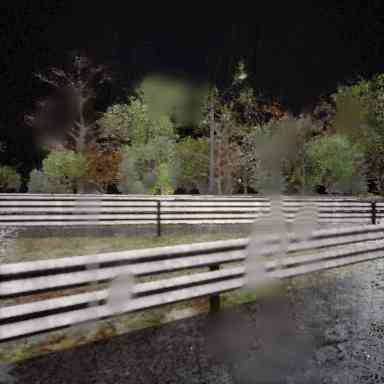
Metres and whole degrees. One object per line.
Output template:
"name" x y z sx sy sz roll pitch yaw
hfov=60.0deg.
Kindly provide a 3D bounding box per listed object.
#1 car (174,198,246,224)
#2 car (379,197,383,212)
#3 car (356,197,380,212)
"car" 1.044 1.050 19.179 4.181 1.385 1.994 1 0 -16
"car" 18.315 1.273 27.684 4.181 1.385 1.994 1 0 -16
"car" 17.400 1.204 31.062 4.892 1.490 1.837 1 0 -16
